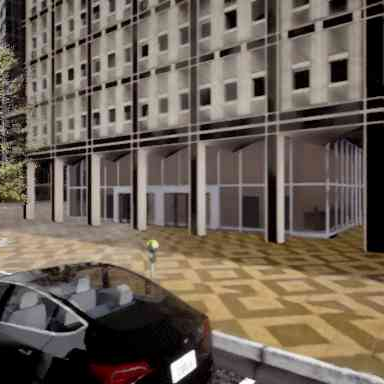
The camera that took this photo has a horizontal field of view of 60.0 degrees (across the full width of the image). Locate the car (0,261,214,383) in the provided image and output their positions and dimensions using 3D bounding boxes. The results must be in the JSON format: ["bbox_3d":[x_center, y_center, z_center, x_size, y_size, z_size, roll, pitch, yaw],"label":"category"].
[{"bbox_3d":[-1.764,1.565,4.135,4.313,1.339,1.947,0,0,35],"label":"car"}]
